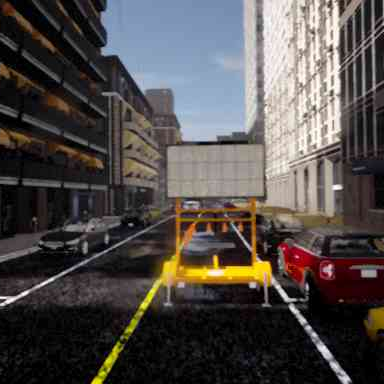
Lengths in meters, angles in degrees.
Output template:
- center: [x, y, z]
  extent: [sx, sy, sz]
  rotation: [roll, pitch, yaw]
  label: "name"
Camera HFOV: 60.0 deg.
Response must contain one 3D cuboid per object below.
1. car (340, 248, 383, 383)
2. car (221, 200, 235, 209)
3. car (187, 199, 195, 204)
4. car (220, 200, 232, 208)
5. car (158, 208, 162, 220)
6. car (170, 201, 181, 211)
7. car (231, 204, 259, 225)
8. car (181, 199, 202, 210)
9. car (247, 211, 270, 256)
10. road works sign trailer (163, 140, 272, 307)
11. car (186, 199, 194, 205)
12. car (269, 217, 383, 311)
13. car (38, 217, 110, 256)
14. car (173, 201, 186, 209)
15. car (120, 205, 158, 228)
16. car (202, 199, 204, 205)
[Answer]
- center: [2.945, 1.522, 2.386]
  extent: [1.752, 1.417, 4.829]
  rotation: [-1, -1, 3]
  label: "car"
- center: [5.887, 2.131, 52.963]
  extent: [1.887, 1.381, 4.507]
  rotation: [-1, -1, 3]
  label: "car"
- center: [-0.181, 2.722, 92.919]
  extent: [2.008, 1.369, 4.403]
  rotation: [-1, -1, 3]
  label: "car"
- center: [6.543, 2.273, 64.241]
  extent: [2.008, 1.369, 4.403]
  rotation: [-1, -1, 3]
  label: "car"
- center: [-3.801, 1.942, 30.725]
  extent: [1.752, 1.417, 4.829]
  rotation: [-1, -1, 3]
  label: "car"
- center: [-2.479, 2.128, 53.450]
  extent: [1.967, 1.590, 4.097]
  rotation: [-1, -1, 3]
  label: "car"
- center: [4.248, 1.818, 24.770]
  extent: [1.947, 1.339, 4.313]
  rotation: [-1, -1, 3]
  label: "car"
- center: [0.003, 1.844, 50.163]
  extent: [2.150, 2.045, 5.566]
  rotation: [-1, -1, 4]
  label: "car"
- center: [3.591, 1.673, 13.493]
  extent: [2.008, 1.369, 4.403]
  rotation: [-1, -1, 3]
  label: "car"
- center: [0.575, 0.557, 8.181]
  extent: [2.380, 3.560, 2.880]
  rotation: [-1, -1, 3]
  label: "road works sign trailer"
- center: [-0.510, 2.652, 87.281]
  extent: [2.008, 1.369, 4.403]
  rotation: [-1, -1, 3]
  label: "car"
- center: [3.262, 1.498, 7.855]
  extent: [1.967, 1.590, 4.097]
  rotation: [-1, -1, 3]
  label: "car"
- center: [-4.775, 1.774, 13.978]
  extent: [2.008, 1.369, 4.403]
  rotation: [-1, -1, 3]
  label: "car"
- center: [-2.150, 2.337, 59.087]
  extent: [1.802, 1.307, 4.206]
  rotation: [-1, -1, 3]
  label: "car"
- center: [-4.119, 1.919, 25.255]
  extent: [1.947, 1.339, 4.313]
  rotation: [-1, -1, 3]
  label: "car"
- center: [2.176, 2.575, 87.130]
  extent: [1.837, 1.490, 4.892]
  rotation: [-1, -1, 3]
  label: "car"
